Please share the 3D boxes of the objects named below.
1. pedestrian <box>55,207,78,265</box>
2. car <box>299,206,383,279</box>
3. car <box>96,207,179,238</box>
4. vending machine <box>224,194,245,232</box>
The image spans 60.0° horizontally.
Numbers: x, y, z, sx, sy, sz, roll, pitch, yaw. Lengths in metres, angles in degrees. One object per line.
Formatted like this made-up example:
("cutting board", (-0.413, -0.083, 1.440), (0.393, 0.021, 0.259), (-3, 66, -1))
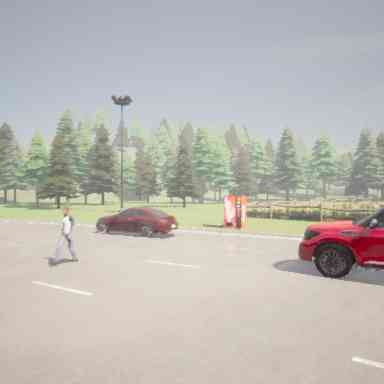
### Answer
("pedestrian", (-3.852, 1.294, 10.254), (0.375, 1.860, 0.375), (0, 0, 29))
("car", (5.659, 1.223, 8.407), (5.566, 2.045, 2.150), (0, 0, 35))
("car", (-2.919, 1.525, 17.594), (4.674, 1.442, 1.812), (0, 0, 28))
("vending machine", (2.499, 1.195, 19.379), (0.880, 2.100, 1.100), (0, 0, 30))
